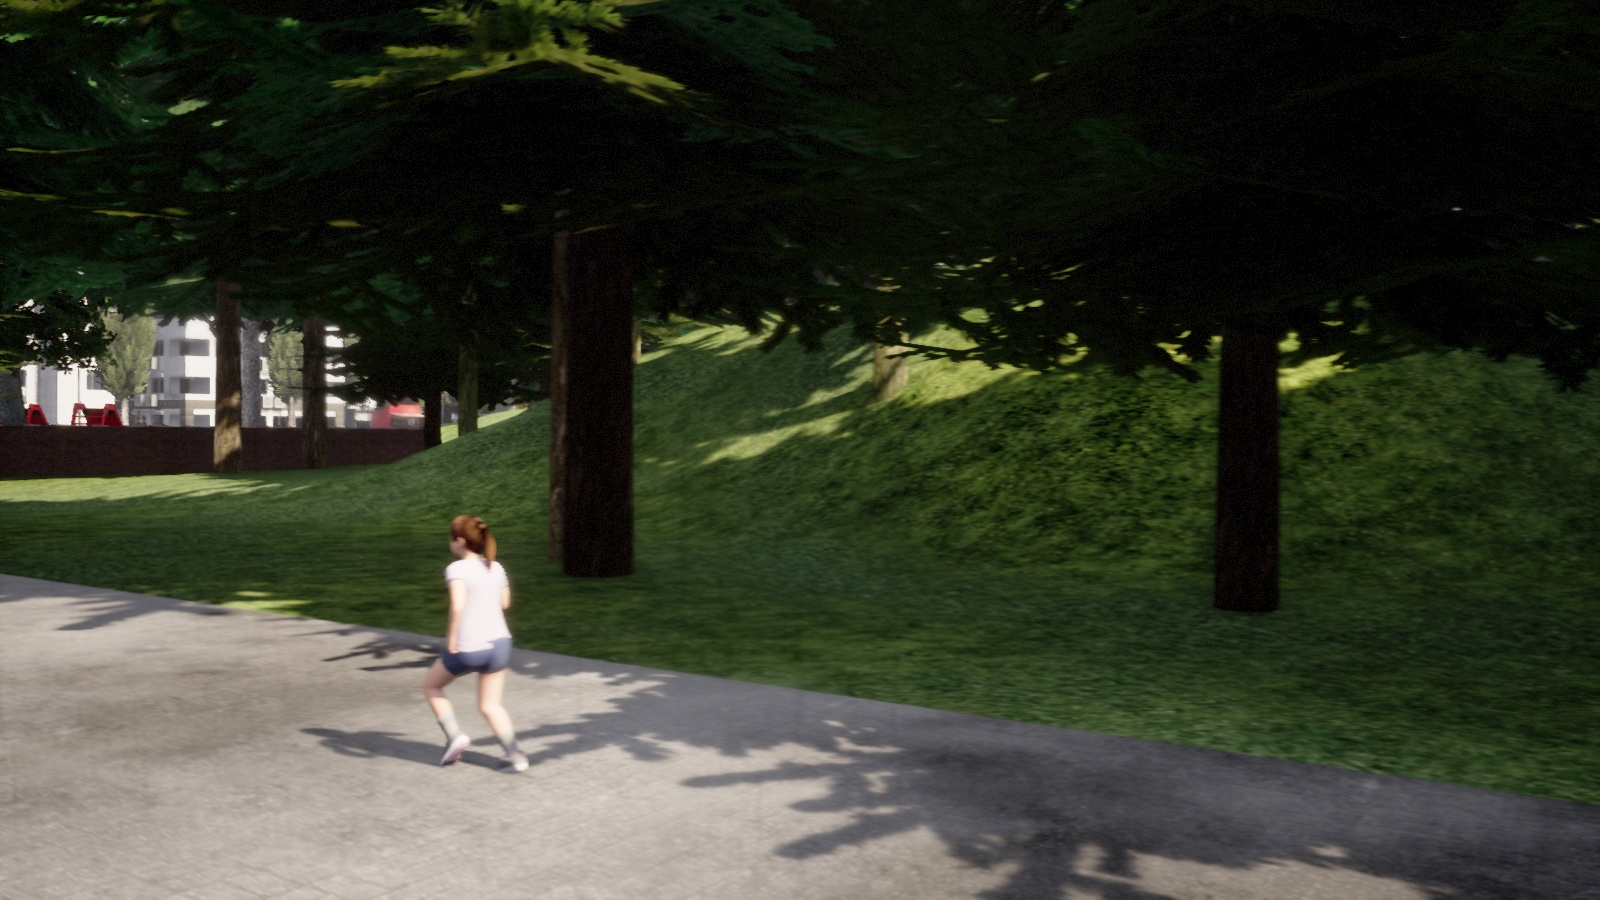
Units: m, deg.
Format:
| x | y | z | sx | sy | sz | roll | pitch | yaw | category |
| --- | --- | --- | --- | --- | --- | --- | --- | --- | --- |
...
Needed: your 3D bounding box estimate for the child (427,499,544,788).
| x | y | z | sx | sy | sz | roll | pitch | yaw | category |
| --- | --- | --- | --- | --- | --- | --- | --- | --- | --- |
| -1.281 | 0.763 | 5.112 | 0.394 | 1.110 | 0.255 | 0 | 1 | 36 | child |
